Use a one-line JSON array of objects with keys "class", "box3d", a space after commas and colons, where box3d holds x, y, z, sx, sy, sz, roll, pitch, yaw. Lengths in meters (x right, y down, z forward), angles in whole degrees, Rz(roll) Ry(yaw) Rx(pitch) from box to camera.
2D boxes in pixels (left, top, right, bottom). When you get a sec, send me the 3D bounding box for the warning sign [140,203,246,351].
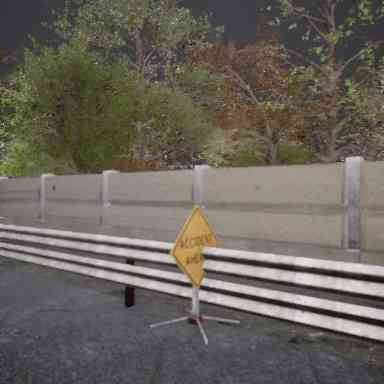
[{"class": "warning sign", "box3d": [0.049, 1.121, 5.120, 1.060, 1.860, 1.300, 0, 0, 35]}]
